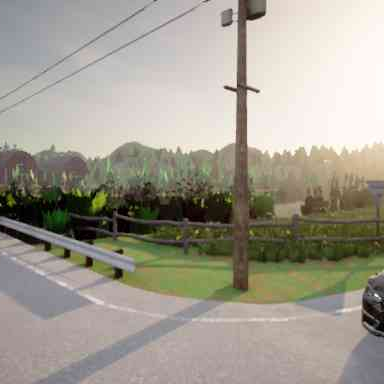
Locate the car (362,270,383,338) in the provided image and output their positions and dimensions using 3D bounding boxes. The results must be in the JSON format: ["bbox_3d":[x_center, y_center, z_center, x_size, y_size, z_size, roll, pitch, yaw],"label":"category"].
[{"bbox_3d":[4.740,1.448,5.523,4.902,1.511,2.128,0,1,-35],"label":"car"}]
